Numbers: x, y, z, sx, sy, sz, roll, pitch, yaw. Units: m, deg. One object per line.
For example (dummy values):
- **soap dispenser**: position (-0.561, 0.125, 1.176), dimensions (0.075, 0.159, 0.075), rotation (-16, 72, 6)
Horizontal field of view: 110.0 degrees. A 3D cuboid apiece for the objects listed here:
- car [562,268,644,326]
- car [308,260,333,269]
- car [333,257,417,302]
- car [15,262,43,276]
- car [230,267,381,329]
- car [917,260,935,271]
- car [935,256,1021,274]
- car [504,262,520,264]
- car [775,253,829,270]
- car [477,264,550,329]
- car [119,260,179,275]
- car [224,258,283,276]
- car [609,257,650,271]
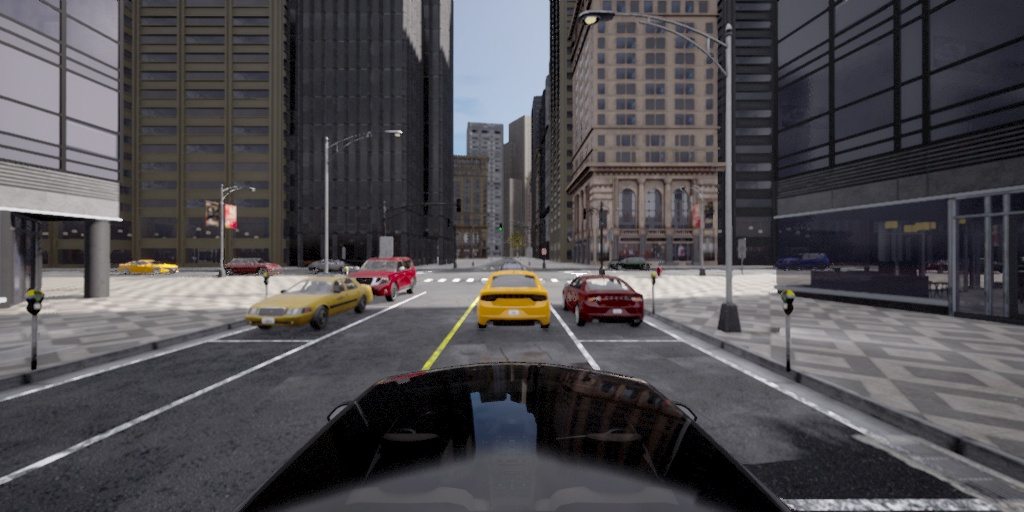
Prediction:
- **car**: position (2.641, 1.243, 11.240), dimensions (1.888, 1.381, 4.507), rotation (0, 0, 0)
- **car**: position (-18.379, 1.111, 37.004), dimensions (4.902, 1.511, 2.128), rotation (0, 0, 0)
- **car**: position (-5.899, 0.987, 16.679), dimensions (2.192, 1.841, 5.009), rotation (0, 0, 0)
- **car**: position (-47.097, 1.291, 33.710), dimensions (4.181, 1.385, 1.994), rotation (0, 0, 0)
- **car**: position (-5.884, 1.223, 11.049), dimensions (1.751, 1.417, 4.829), rotation (0, 0, 0)
- **car**: position (44.941, 1.050, 37.257), dimensions (4.718, 1.301, 1.895), rotation (0, 0, 0)
- **car**: position (44.120, 0.933, 34.012), dimensions (4.902, 1.511, 2.128), rotation (0, 0, 0)
- **car**: position (0.004, 1.160, 26.616), dimensions (2.033, 1.411, 5.357), rotation (0, 1, 0)
- **car**: position (35.499, 0.706, 43.874), dimensions (5.566, 2.045, 2.150), rotation (0, 0, 0)
- **car**: position (0.052, 1.177, 11.068), dimensions (1.882, 1.535, 5.008), rotation (0, 0, 0)
- **car**: position (-37.351, 1.173, 36.952), dimensions (5.008, 1.535, 1.882), rotation (0, 0, 0)
- **car**: position (-24.221, 0.988, 33.737), dimensions (4.553, 1.767, 2.097), rotation (0, 0, 0)
- **car**: position (14.295, 0.888, 43.810), dimensions (4.553, 1.767, 2.097), rotation (0, 0, 0)
